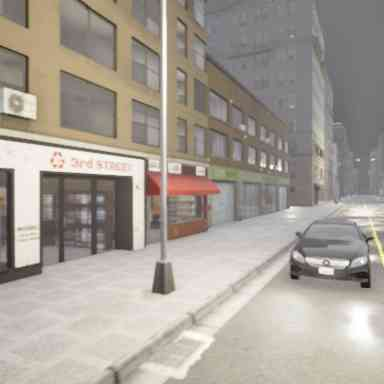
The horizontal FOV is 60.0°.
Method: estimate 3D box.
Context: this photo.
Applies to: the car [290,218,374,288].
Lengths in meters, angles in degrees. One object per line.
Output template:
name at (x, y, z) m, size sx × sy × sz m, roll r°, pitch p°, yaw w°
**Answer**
car at (4.110, 1.534, 9.619) m, size 1.812 × 1.442 × 4.674 m, roll 0°, pitch 0°, yaw 27°
